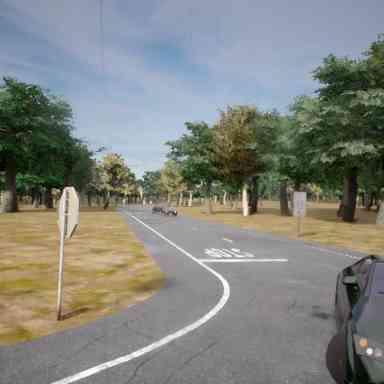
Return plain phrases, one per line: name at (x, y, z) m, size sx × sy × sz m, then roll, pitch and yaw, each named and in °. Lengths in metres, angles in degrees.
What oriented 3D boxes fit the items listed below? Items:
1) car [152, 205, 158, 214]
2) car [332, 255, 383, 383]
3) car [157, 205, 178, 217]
car at (-5.662, 2.962, 56.886) m, size 1.882 × 1.535 × 5.008 m, roll 3°, pitch -2°, yaw -14°
car at (3.110, 1.643, 4.624) m, size 1.994 × 1.385 × 4.181 m, roll 1°, pitch -1°, yaw 22°
car at (-3.419, 2.851, 48.036) m, size 1.895 × 1.301 × 4.718 m, roll 3°, pitch -2°, yaw -13°
